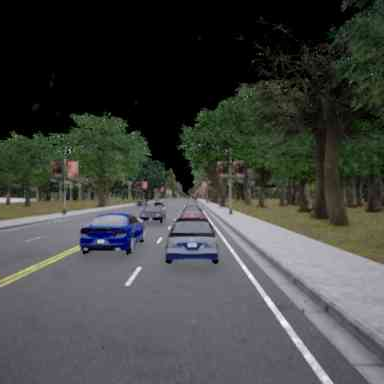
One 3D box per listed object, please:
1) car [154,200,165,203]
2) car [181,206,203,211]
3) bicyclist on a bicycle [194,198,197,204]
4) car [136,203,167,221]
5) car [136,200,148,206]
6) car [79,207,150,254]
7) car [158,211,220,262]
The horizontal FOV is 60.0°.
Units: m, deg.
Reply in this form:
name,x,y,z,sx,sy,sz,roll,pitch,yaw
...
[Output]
name,x,y,z,sx,sy,sz,roll,pitch,yaw
car,-6.488,2.273,65.381,1.895,1.301,4.718,0,-1,0
car,0.032,1.855,28.579,1.994,1.385,4.181,0,0,0
bicyclist on a bicycle,0.922,2.365,87.011,0.582,1.620,1.656,0,-1,0
car,-3.222,1.889,28.291,1.895,1.301,4.718,0,-1,0
car,-9.742,2.235,65.417,1.994,1.385,4.181,0,-1,0
car,-3.218,1.624,14.280,1.882,1.535,5.008,0,0,0
car,0.016,1.676,12.564,2.033,1.411,5.357,0,-1,0
